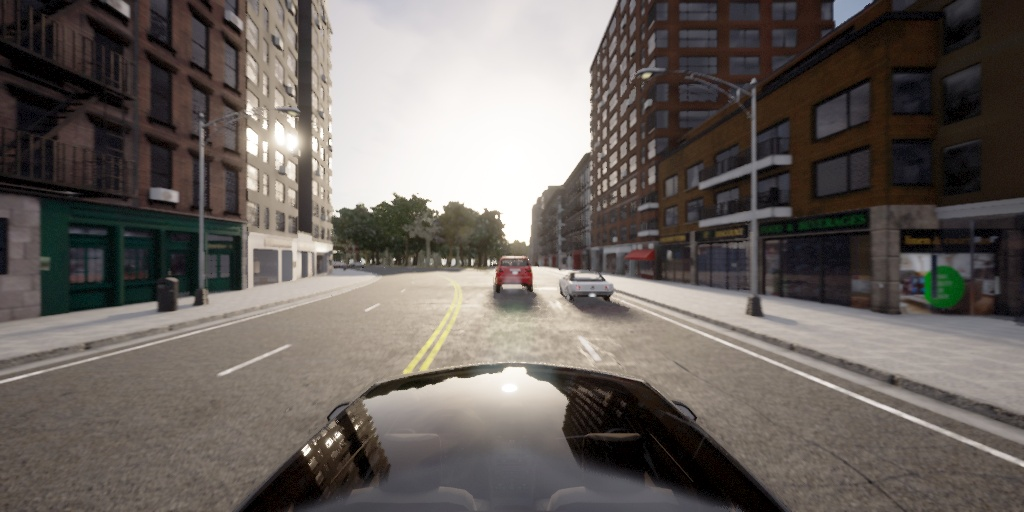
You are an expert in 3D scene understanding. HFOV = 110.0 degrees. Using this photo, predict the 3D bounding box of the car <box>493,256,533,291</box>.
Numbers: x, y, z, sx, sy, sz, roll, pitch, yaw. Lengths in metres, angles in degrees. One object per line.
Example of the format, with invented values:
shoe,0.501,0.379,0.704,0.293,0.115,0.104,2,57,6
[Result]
car,0.014,1.056,22.654,2.150,2.045,5.566,0,0,-3

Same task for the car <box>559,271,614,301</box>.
car,3.440,1.397,17.549,1.895,1.301,4.718,0,0,0
